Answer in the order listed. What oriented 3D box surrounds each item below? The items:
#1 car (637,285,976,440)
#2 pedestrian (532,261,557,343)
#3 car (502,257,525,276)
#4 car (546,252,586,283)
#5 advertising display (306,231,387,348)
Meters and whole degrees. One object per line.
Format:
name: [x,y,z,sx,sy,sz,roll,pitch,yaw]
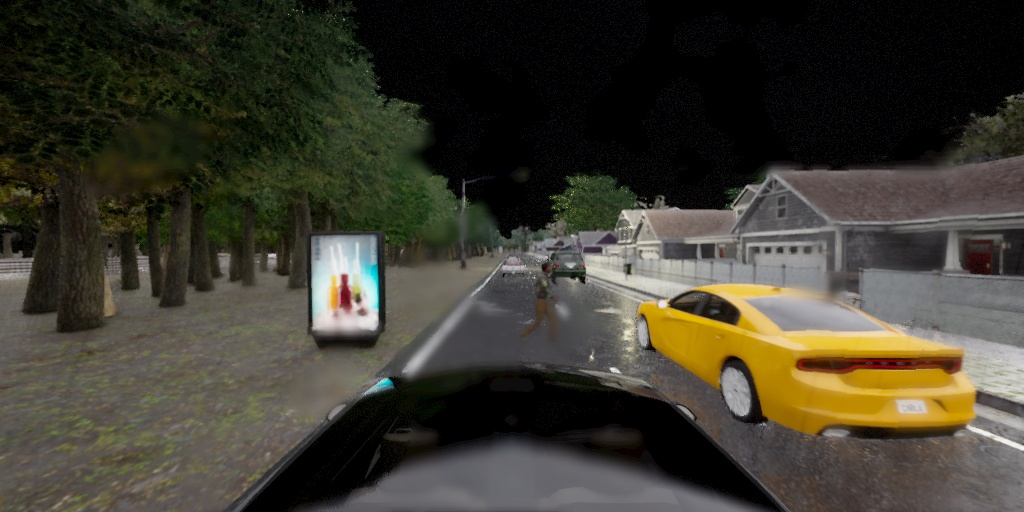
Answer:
car: [3.601,1.186,5.697,1.882,1.535,5.008,0,1,0]
pedestrian: [0.716,0.982,7.788,0.375,1.860,0.375,1,1,10]
car: [0.115,1.005,30.925,1.895,1.301,4.718,0,1,0]
car: [3.612,0.711,24.648,2.150,2.045,5.566,0,1,0]
advertising display: [-3.497,0.713,7.665,1.540,2.440,0.280,0,0,0]
